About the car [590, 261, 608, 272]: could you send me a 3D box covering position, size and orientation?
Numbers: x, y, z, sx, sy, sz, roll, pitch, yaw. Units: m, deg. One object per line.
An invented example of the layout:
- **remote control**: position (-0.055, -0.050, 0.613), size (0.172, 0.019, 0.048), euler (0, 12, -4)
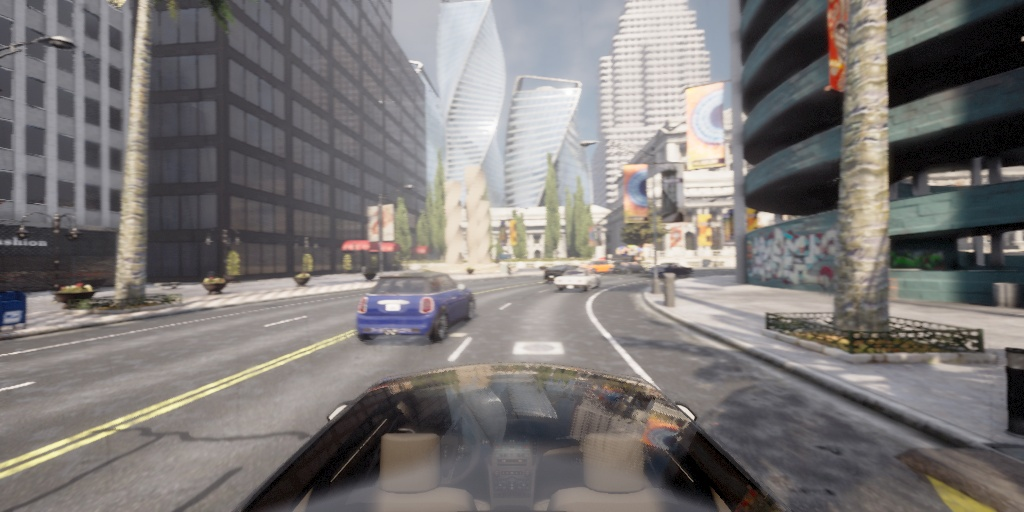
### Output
- **car**: position (10.543, 1.395, 45.292), size (4.553, 1.767, 2.097), euler (-1, -1, -33)

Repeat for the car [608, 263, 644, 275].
- **car**: position (14.175, 1.524, 43.521), size (4.181, 1.385, 1.994), euler (-1, -1, -31)

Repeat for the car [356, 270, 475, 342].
- **car**: position (-2.517, 1.243, 10.481), size (2.097, 1.767, 4.553), euler (-1, -1, 7)

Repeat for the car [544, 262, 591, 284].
- **car**: position (4.466, 1.457, 29.689), size (1.882, 1.535, 5.008), euler (-2, -1, 34)

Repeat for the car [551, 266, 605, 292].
- **car**: position (4.356, 1.508, 22.937), size (1.895, 1.301, 4.718), euler (-1, -1, 25)

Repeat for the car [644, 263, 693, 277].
- **car**: position (16.118, 1.393, 36.254), size (5.357, 1.411, 2.033), euler (-1, -1, -34)
